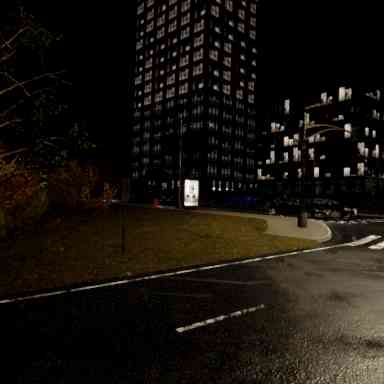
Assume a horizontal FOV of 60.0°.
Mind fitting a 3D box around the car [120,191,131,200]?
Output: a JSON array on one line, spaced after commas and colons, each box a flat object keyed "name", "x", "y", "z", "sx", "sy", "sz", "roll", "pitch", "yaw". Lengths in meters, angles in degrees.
[{"name": "car", "x": -10.608, "y": 0.731, "z": 55.303, "sx": 2.033, "sy": 1.411, "sz": 5.357, "roll": 3, "pitch": -1, "yaw": -42}]

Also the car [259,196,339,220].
[{"name": "car", "x": 7.348, "y": 1.094, "z": 23.322, "sx": 1.837, "sy": 1.490, "sz": 4.892, "roll": 3, "pitch": -1, "yaw": -34}]

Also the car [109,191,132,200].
[{"name": "car", "x": -13.630, "y": 0.643, "z": 63.405, "sx": 2.128, "sy": 1.511, "sz": 4.902, "roll": 3, "pitch": -1, "yaw": -43}]

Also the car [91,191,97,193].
[{"name": "car", "x": -14.922, "y": 0.497, "z": 55.179, "sx": 1.882, "sy": 1.535, "sz": 5.008, "roll": 3, "pitch": -1, "yaw": -42}]

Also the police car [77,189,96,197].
[{"name": "police car", "x": -24.178, "y": 0.310, "z": 76.000, "sx": 1.930, "sy": 1.638, "sz": 5.238, "roll": 3, "pitch": -1, "yaw": -44}]

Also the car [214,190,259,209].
[{"name": "car", "x": 4.996, "y": 0.841, "z": 37.314, "sx": 2.150, "sy": 2.045, "sz": 5.566, "roll": 3, "pitch": -1, "yaw": -40}]

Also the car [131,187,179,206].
[{"name": "car", "x": -4.330, "y": 0.480, "z": 38.011, "sx": 2.150, "sy": 2.045, "sz": 5.566, "roll": 3, "pitch": -1, "yaw": -40}]

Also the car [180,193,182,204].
[{"name": "car", "x": -1.401, "y": 0.880, "z": 39.554, "sx": 2.128, "sy": 1.511, "sz": 4.902, "roll": 3, "pitch": -1, "yaw": -40}]

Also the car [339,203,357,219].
[{"name": "car", "x": 10.175, "y": 1.213, "z": 25.810, "sx": 2.128, "sy": 1.511, "sz": 4.902, "roll": 3, "pitch": -1, "yaw": -42}]
